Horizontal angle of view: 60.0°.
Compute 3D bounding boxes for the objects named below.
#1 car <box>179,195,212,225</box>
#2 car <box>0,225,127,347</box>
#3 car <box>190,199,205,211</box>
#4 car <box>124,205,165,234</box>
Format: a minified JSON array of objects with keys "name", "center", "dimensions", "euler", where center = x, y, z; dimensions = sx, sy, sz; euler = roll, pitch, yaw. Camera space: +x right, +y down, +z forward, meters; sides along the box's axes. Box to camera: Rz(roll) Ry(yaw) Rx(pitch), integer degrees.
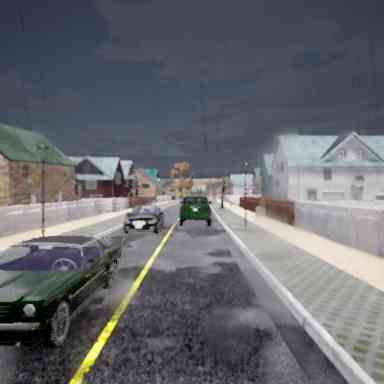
[{"name":"car","center":[0.274,1.234,24.013],"dimensions":[2.150,2.045,5.566],"euler":[0,0,1]},{"name":"car","center":[-2.773,1.596,6.423],"dimensions":[1.895,1.301,4.718],"euler":[0,0,1]},{"name":"car","center":[0.728,1.651,42.684],"dimensions":[1.895,1.301,4.718],"euler":[0,0,2]},{"name":"car","center":[-2.633,1.496,19.245],"dimensions":[2.128,1.511,4.902],"euler":[0,0,1]}]
